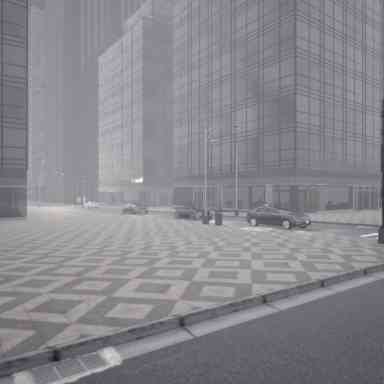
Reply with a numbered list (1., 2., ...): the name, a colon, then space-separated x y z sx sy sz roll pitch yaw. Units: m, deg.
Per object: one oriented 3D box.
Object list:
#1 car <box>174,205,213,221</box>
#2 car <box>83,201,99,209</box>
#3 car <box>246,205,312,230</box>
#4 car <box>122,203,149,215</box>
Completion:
1. car: 0.088 1.930 31.072 1.994 1.385 4.181 0 -1 -37
2. car: -19.178 2.477 63.097 1.812 1.442 4.674 0 -1 -36
3. car: 5.901 1.719 23.067 1.837 1.490 4.892 0 -1 -36
4. car: -7.074 2.080 40.982 1.812 1.442 4.674 0 -1 -35
